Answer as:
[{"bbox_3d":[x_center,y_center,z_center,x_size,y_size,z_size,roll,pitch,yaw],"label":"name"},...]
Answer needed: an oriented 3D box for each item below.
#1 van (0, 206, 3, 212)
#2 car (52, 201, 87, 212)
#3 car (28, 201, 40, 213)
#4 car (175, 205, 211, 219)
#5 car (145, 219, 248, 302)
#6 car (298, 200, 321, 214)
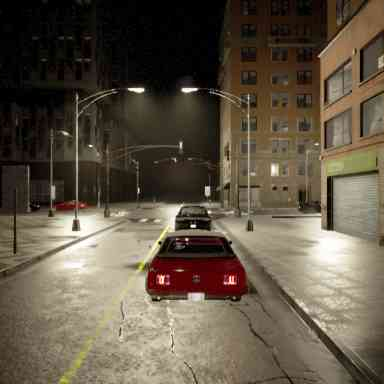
[{"bbox_3d":[-20.193,1.426,30.716,3.998,1.788,1.690,0,0,0],"label":"van"},{"bbox_3d":[-14.564,1.702,39.248,4.206,1.307,1.802,0,0,0],"label":"car"},{"bbox_3d":[-20.212,1.726,39.240,4.313,1.339,1.947,0,0,0],"label":"car"},{"bbox_3d":[0.054,1.474,18.362,1.882,1.535,5.008,0,0,0],"label":"car"},{"bbox_3d":[0.079,1.601,8.213,1.895,1.301,4.718,0,0,0],"label":"car"},{"bbox_3d":[12.032,1.415,30.761,4.313,1.339,1.947,0,0,0],"label":"car"}]
